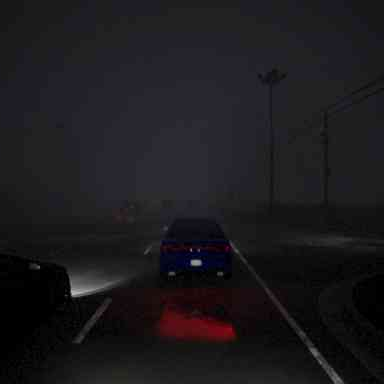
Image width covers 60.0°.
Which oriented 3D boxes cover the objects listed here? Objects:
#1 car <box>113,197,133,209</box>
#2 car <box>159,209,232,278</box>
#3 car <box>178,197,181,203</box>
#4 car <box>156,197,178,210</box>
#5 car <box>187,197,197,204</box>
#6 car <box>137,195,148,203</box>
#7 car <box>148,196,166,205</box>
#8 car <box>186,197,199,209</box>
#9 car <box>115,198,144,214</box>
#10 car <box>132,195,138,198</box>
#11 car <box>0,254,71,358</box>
[{"bbox_3d":[-10.410,1.833,49.818,1.895,1.301,4.718,0,0,0],"label":"car"},{"bbox_3d":[0.097,1.527,10.349,1.882,1.535,5.008,0,0,0],"label":"car"},{"bbox_3d":[-3.515,1.908,76.005,1.994,1.385,4.181,0,0,0],"label":"car"},{"bbox_3d":[-3.410,1.765,46.485,2.033,1.411,5.357,0,0,0],"label":"car"},{"bbox_3d":[-0.015,1.891,74.891,2.033,1.411,5.357,0,0,0],"label":"car"},{"bbox_3d":[-10.513,1.852,75.229,1.837,1.490,4.892,0,0,0],"label":"car"},{"bbox_3d":[-6.913,1.659,65.465,2.097,1.767,4.553,0,0,0],"label":"car"},{"bbox_3d":[0.090,1.774,48.313,2.033,1.411,5.357,0,0,0],"label":"car"},{"bbox_3d":[-6.908,1.701,37.449,1.812,1.442,4.674,0,-1,0],"label":"car"},{"bbox_3d":[-14.016,1.891,75.163,2.033,1.411,5.357,0,0,0],"label":"car"},{"bbox_3d":[-3.401,1.588,4.976,1.994,1.385,4.181,0,0,0],"label":"car"}]
